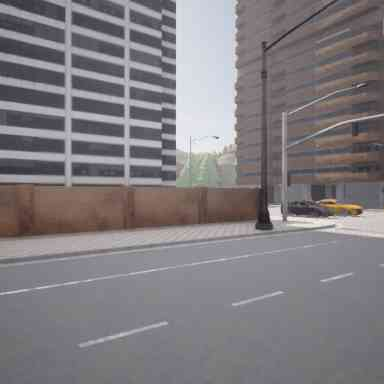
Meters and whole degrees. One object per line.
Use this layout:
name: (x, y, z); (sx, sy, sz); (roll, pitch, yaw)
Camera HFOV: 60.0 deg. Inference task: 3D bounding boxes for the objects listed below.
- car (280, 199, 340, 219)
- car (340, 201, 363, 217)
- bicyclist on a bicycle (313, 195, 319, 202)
car: (10.183, 1.505, 29.623); (1.837, 1.490, 4.892); (0, 0, -36)
car: (13.393, 1.478, 31.348); (1.882, 1.535, 5.008); (0, 0, -38)
bicyclist on a bicycle: (17.250, 1.301, 46.287); (1.656, 1.620, 0.582); (0, 0, -36)
